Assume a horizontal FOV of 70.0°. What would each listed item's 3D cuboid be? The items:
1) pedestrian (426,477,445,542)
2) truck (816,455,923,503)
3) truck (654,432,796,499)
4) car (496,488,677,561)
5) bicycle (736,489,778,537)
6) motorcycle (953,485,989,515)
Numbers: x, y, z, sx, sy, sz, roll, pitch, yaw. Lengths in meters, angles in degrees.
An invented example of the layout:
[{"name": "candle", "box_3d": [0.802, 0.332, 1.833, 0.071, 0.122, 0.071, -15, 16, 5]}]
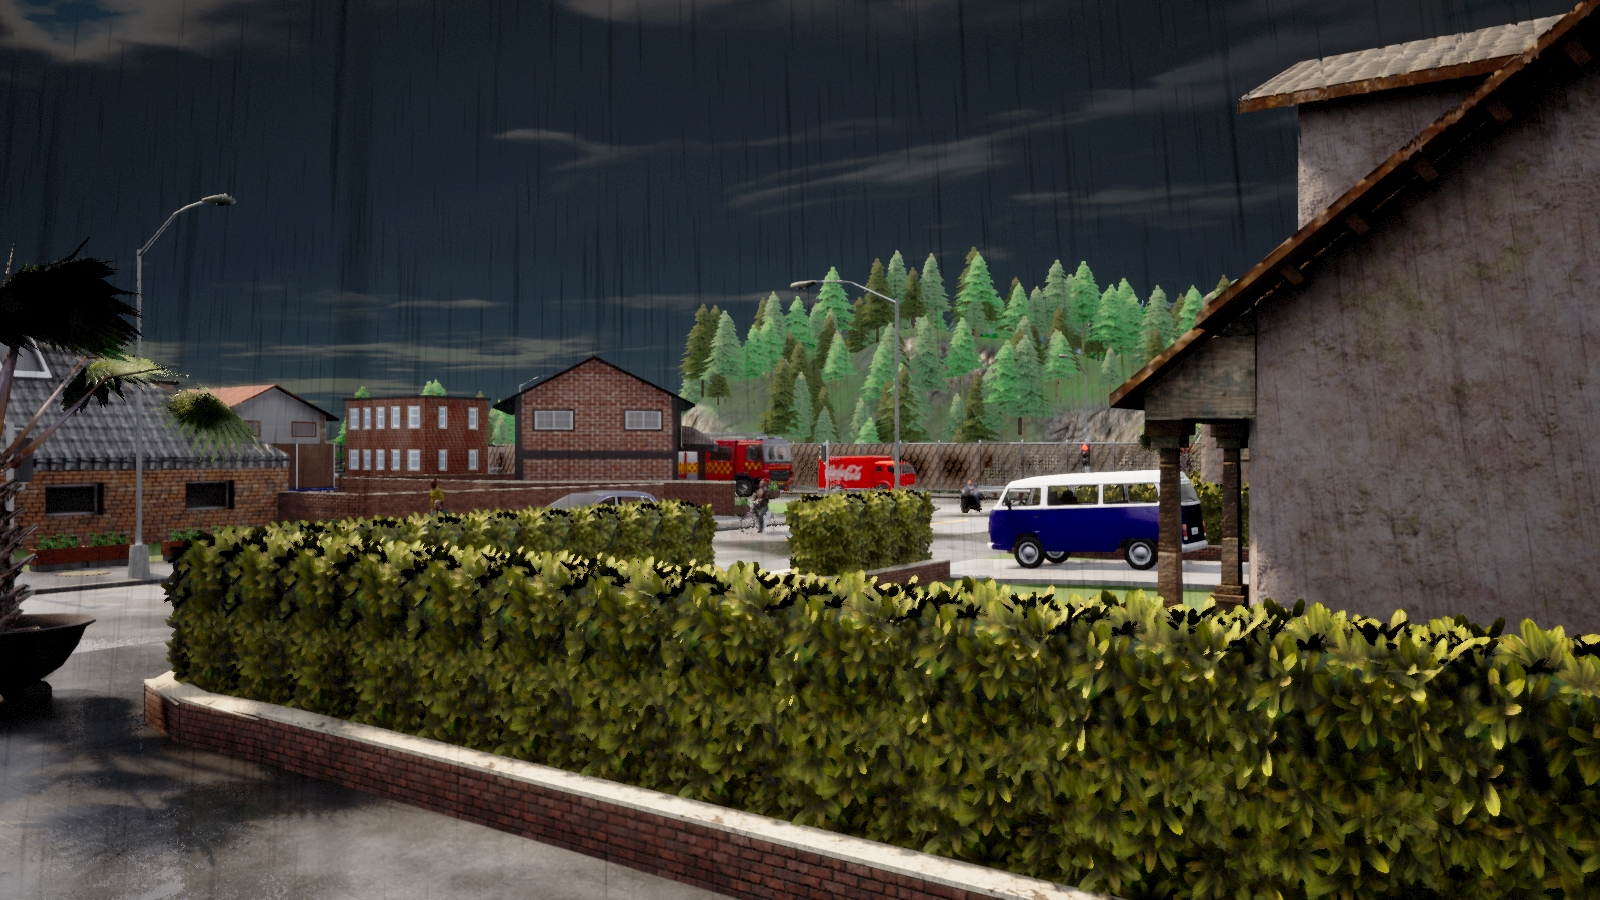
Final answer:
[{"name": "pedestrian", "box_3d": [-10.630, 1.732, 33.356, 0.375, 1.860, 0.375, 0, 0, 33]}, {"name": "truck", "box_3d": [3.766, 1.569, 62.238, 5.204, 2.467, 2.627, -1, -1, 35]}, {"name": "truck", "box_3d": [-4.546, 0.873, 68.047, 8.468, 3.827, 2.891, 0, 0, 35]}, {"name": "car", "box_3d": [-5.756, 1.958, 31.296, 2.242, 1.667, 4.611, 0, 0, 35]}, {"name": "bicycle", "box_3d": [-1.398, 2.051, 37.573, 0.329, 1.471, 1.835, 0, 0, 35]}, {"name": "motorcycle", "box_3d": [7.486, 2.177, 49.892, 0.803, 1.199, 2.033, -2, -1, 31]}]
